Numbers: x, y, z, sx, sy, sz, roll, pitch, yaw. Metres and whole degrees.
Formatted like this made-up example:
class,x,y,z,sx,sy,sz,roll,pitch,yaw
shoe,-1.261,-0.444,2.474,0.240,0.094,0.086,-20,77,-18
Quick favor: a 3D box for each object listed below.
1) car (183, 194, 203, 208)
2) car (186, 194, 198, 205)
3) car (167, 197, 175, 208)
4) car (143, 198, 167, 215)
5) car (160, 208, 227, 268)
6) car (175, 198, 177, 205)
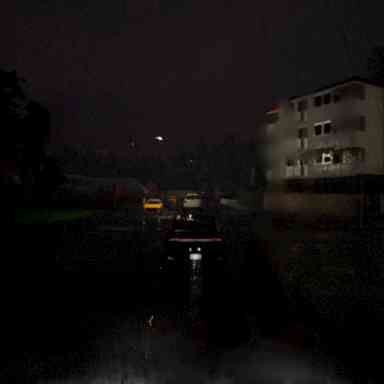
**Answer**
class,x,y,z,sx,sy,sz,roll,pitch,yaw
car,0.106,1.311,40.553,2.150,2.045,5.566,0,0,0
car,0.026,1.365,63.932,2.150,2.045,5.566,0,0,0
car,-4.071,1.652,47.859,2.033,1.411,5.357,0,0,0
car,-4.073,1.556,35.687,1.882,1.535,5.008,0,0,-2
car,0.097,1.519,11.368,2.128,1.511,4.902,0,0,0
car,-3.995,1.621,64.738,1.882,1.535,5.008,0,0,0
